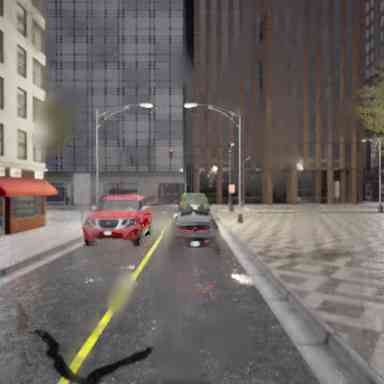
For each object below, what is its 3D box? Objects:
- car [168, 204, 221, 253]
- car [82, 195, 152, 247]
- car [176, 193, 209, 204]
[{"bbox_3d":[0.098,1.446,13.424,1.837,1.490,4.892,0,0,0],"label":"car"},{"bbox_3d":[-3.097,1.156,14.994,2.150,2.045,5.566,0,0,0],"label":"car"},{"bbox_3d":[0.075,1.112,24.593,2.150,2.045,5.566,0,0,-3],"label":"car"}]
